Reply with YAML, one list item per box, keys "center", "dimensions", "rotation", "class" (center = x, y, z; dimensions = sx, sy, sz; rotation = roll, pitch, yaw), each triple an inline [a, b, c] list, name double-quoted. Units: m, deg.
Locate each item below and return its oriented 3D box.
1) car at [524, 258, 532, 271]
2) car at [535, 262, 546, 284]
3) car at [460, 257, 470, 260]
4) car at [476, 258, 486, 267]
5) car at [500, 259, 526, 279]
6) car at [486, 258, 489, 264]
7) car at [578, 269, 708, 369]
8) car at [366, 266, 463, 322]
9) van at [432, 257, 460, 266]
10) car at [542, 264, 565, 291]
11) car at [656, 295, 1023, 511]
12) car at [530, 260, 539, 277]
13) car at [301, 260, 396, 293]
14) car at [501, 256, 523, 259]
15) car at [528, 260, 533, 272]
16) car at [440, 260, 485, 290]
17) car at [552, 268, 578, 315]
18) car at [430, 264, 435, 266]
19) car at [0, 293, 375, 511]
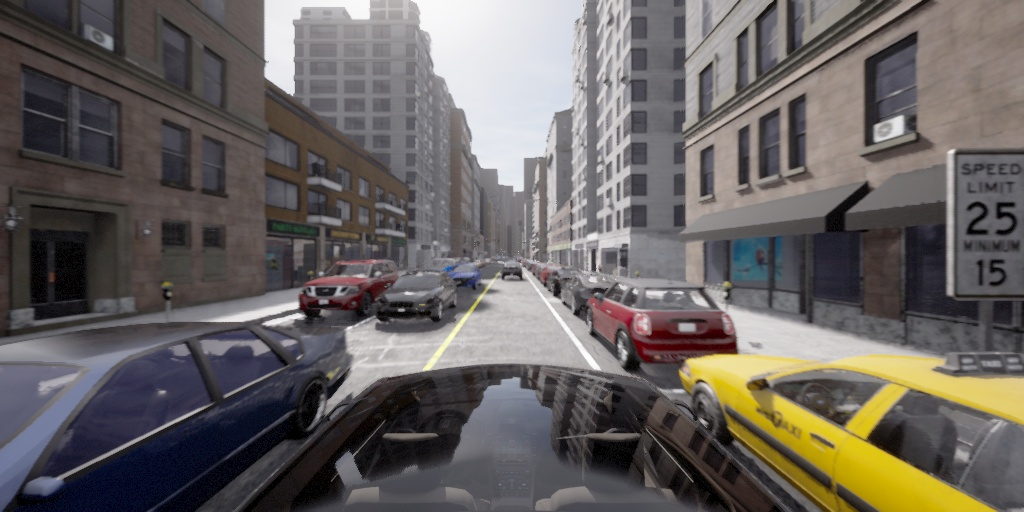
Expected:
- center: [2.854, 1.277, 46.471]
  dimensions: [2.007, 1.370, 4.403]
  rotation: [0, 0, 0]
  class: "car"
- center: [2.855, 1.288, 24.368]
  dimensions: [1.888, 1.381, 4.507]
  rotation: [0, 0, 0]
  class: "car"
- center: [-5.671, 1.051, 35.419]
  dimensions: [2.192, 1.841, 5.009]
  rotation: [0, 0, 0]
  class: "car"
- center: [-5.672, 1.241, 57.353]
  dimensions: [1.751, 1.417, 4.829]
  rotation: [0, 0, 0]
  class: "car"
- center: [0.000, 1.245, 31.856]
  dimensions: [1.837, 1.490, 4.892]
  rotation: [0, 0, 0]
  class: "car"
- center: [-5.673, 1.150, 63.048]
  dimensions: [1.967, 1.591, 4.097]
  rotation: [0, 0, 0]
  class: "car"
- center: [2.856, 1.189, 7.788]
  dimensions: [1.967, 1.591, 4.097]
  rotation: [0, 0, 0]
  class: "car"
- center: [-3.061, 1.253, 12.386]
  dimensions: [1.837, 1.490, 4.892]
  rotation: [0, 0, 0]
  class: "car"
- center: [-5.670, 1.081, 29.893]
  dimensions: [1.690, 1.789, 3.998]
  rotation: [0, 0, 0]
  class: "van"
- center: [2.856, 1.311, 18.841]
  dimensions: [1.948, 1.339, 4.313]
  rotation: [0, 0, 0]
  class: "car"
- center: [2.857, 1.275, 2.433]
  dimensions: [1.751, 1.417, 4.829]
  rotation: [0, 0, 0]
  class: "car"
- center: [2.855, 1.290, 29.893]
  dimensions: [2.007, 1.370, 4.403]
  rotation: [0, 0, 0]
  class: "car"
- center: [-5.669, 1.063, 13.315]
  dimensions: [2.192, 1.841, 5.009]
  rotation: [0, 0, 0]
  class: "car"
- center: [0.039, 1.079, 45.624]
  dimensions: [2.097, 1.767, 4.553]
  rotation: [0, 0, 1]
  class: "car"
- center: [2.855, 1.318, 35.419]
  dimensions: [1.802, 1.307, 4.207]
  rotation: [0, 0, 0]
  class: "car"
- center: [-3.003, 1.222, 22.778]
  dimensions: [1.882, 1.535, 5.008]
  rotation: [0, 0, 0]
  class: "car"
- center: [2.856, 1.298, 13.315]
  dimensions: [2.007, 1.370, 4.403]
  rotation: [0, 0, 0]
  class: "car"
- center: [-5.670, 1.297, 18.842]
  dimensions: [2.007, 1.370, 4.403]
  rotation: [0, 0, 0]
  class: "car"
- center: [-3.096, 1.298, 2.661]
  dimensions: [2.033, 1.411, 5.357]
  rotation: [0, 0, 0]
  class: "car"
